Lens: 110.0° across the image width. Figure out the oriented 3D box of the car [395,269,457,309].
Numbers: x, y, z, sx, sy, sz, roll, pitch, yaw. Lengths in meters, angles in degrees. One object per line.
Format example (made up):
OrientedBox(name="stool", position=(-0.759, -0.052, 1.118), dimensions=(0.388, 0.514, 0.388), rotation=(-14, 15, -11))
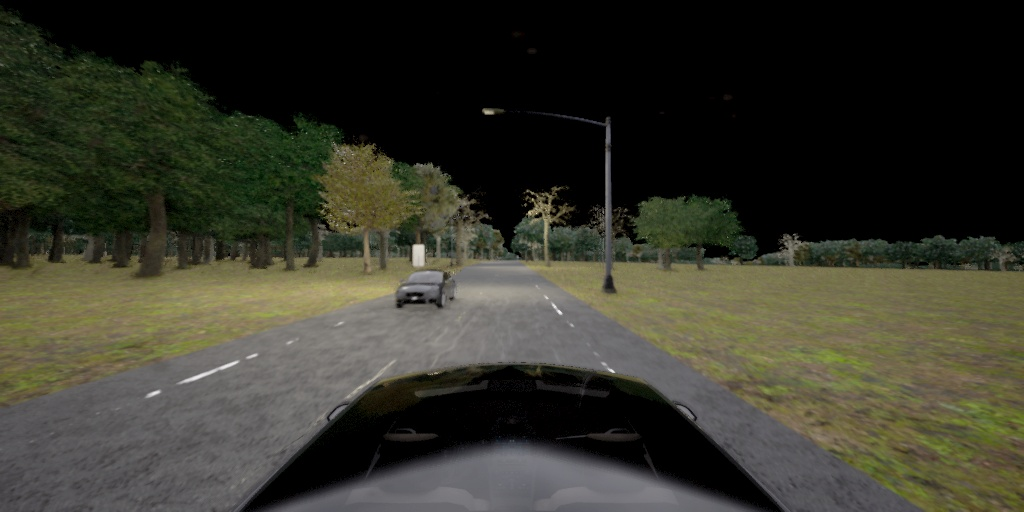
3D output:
OrientedBox(name="car", position=(-3.594, 1.347, 15.655), dimensions=(1.837, 1.490, 4.892), rotation=(0, -1, 0))
